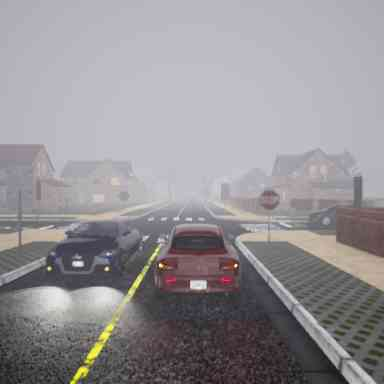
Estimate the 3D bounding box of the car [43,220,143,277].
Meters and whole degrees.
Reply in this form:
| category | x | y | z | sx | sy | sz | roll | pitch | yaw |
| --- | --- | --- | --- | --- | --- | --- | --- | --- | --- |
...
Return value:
| category | x | y | z | sx | sy | sz | roll | pitch | yaw |
| --- | --- | --- | --- | --- | --- | --- | --- | --- | --- |
| car | -2.739 | 1.560 | 10.086 | 1.994 | 1.385 | 4.181 | 0 | 0 | 1 |

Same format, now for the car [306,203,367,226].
| category | x | y | z | sx | sy | sz | roll | pitch | yaw |
| --- | --- | --- | --- | --- | --- | --- | --- | --- | --- |
| car | 10.532 | 1.568 | 23.357 | 4.892 | 1.490 | 1.837 | 0 | 0 | 0 |

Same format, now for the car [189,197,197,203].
| category | x | y | z | sx | sy | sz | roll | pitch | yaw |
| --- | --- | --- | --- | --- | --- | --- | --- | --- | --- |
| car | 0.200 | 1.771 | 75.269 | 2.033 | 1.411 | 5.357 | 0 | 0 | 0 |

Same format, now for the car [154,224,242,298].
| category | x | y | z | sx | sy | sz | roll | pitch | yaw |
| --- | --- | --- | --- | --- | --- | --- | --- | --- | --- |
| car | 0.126 | 1.522 | 8.360 | 1.812 | 1.442 | 4.674 | 0 | 0 | 0 |
